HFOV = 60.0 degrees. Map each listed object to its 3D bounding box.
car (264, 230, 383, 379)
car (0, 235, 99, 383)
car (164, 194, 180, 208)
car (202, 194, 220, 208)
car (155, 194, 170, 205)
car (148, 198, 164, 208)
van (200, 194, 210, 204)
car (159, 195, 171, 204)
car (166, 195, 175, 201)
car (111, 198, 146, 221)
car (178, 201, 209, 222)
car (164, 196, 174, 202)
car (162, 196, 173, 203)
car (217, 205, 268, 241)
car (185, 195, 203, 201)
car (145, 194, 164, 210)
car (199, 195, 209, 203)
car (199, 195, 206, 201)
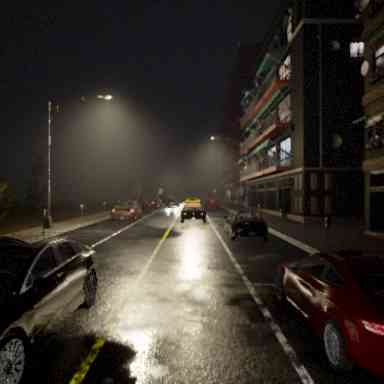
[{"bbox_3d":[2.575,1.583,5.363,1.802,1.307,4.206,1,0,0],"label":"car"},{"bbox_3d":[-2.849,1.492,5.047,2.128,1.511,4.902,0,0,0],"label":"car"},{"bbox_3d":[-2.811,1.502,48.766,2.128,1.511,4.902,0,0,0],"label":"car"},{"bbox_3d":[2.589,1.323,44.177,2.192,1.841,5.009,1,0,0],"label":"car"},{"bbox_3d":[-5.286,1.326,60.422,2.192,1.841,5.009,1,0,0],"label":"car"},{"bbox_3d":[-5.292,1.560,49.349,2.008,1.369,4.403,1,0,0],"label":"car"},{"bbox_3d":[2.596,1.353,66.357,1.690,1.788,3.998,1,0,0],"label":"van"},{"bbox_3d":[-5.286,1.452,65.958,1.967,1.590,4.097,1,0,0],"label":"car"},{"bbox_3d":[-5.282,1.541,82.397,1.752,1.417,4.829,1,0,0],"label":"car"},{"bbox_3d":[-5.297,1.445,27.204,1.967,1.590,4.097,1,0,0],"label":"car"},{"bbox_3d":[0.107,1.605,26.074,1.895,1.301,4.718,0,0,0],"label":"car"},{"bbox_3d":[-5.284,1.559,77.030,1.887,1.381,4.507,1,0,0],"label":"car"},{"bbox_3d":[-5.286,1.564,71.494,2.008,1.369,4.403,1,0,0],"label":"car"},{"bbox_3d":[2.579,1.554,16.453,2.008,1.369,4.403,1,0,0],"label":"car"},{"bbox_3d":[0.112,1.485,42.892,1.882,1.535,5.008,0,0,0],"label":"car"},{"bbox_3d":[-5.291,1.323,43.813,2.192,1.841,5.009,1,0,0],"label":"car"},{"bbox_3d":[2.596,1.453,71.902,1.967,1.590,4.097,1,0,0],"label":"car"},{"bbox_3d":[2.598,1.541,83.161,1.752,1.417,4.829,1,0,0],"label":"car"}]
